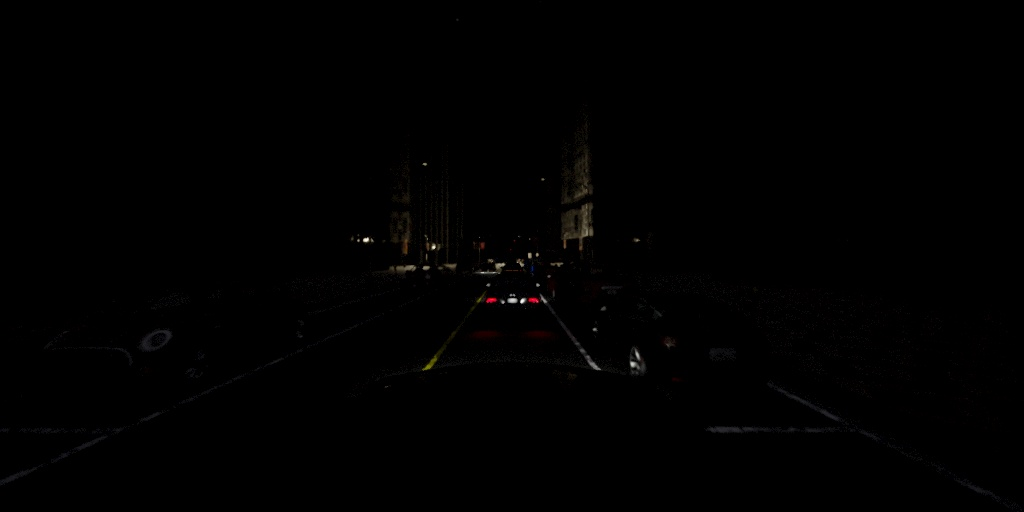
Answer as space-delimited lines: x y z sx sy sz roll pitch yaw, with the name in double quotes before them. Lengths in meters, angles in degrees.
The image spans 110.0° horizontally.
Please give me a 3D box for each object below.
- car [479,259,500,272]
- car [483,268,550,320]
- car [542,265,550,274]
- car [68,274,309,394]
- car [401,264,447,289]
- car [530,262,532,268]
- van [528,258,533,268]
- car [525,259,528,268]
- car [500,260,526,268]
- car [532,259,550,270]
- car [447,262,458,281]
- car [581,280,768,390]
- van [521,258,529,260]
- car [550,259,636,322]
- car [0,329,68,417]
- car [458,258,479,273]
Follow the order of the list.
"car" -3.143 1.431 49.486 2.033 1.411 5.357 0 0 0
"car" 0.033 1.328 12.762 2.033 1.411 5.357 0 0 0
"car" 2.747 1.339 17.793 1.888 1.381 4.507 0 0 0
"car" -5.767 1.203 6.752 1.967 1.591 4.097 0 0 0
"car" -5.785 1.249 23.291 1.967 1.591 4.097 0 0 0
"car" 2.734 1.370 28.818 1.888 1.381 4.507 0 0 0
"van" 2.728 1.181 34.331 1.690 1.789 3.998 0 0 0
"car" 2.716 1.438 45.356 1.948 1.339 4.313 0 0 0
"car" 0.040 1.339 31.656 1.837 1.490 4.892 0 0 0
"car" 2.741 1.124 23.306 2.192 1.841 5.009 0 0 0
"car" -5.790 1.350 28.634 1.751 1.417 4.829 0 0 0
"car" 2.759 1.329 6.768 1.948 1.339 4.313 0 0 0
"van" 2.704 1.245 56.381 1.690 1.789 3.998 0 0 0
"car" 2.753 1.093 12.280 2.192 1.841 5.009 0 0 0
"car" -5.760 1.063 1.239 2.192 1.841 5.009 0 0 0
"car" -5.809 1.187 45.344 2.192 1.841 5.009 0 0 0
